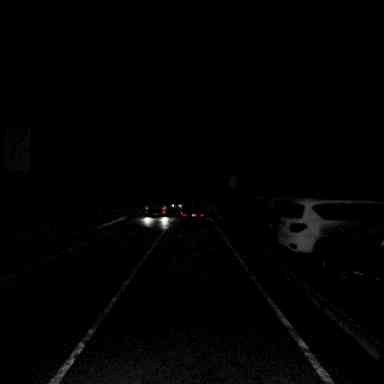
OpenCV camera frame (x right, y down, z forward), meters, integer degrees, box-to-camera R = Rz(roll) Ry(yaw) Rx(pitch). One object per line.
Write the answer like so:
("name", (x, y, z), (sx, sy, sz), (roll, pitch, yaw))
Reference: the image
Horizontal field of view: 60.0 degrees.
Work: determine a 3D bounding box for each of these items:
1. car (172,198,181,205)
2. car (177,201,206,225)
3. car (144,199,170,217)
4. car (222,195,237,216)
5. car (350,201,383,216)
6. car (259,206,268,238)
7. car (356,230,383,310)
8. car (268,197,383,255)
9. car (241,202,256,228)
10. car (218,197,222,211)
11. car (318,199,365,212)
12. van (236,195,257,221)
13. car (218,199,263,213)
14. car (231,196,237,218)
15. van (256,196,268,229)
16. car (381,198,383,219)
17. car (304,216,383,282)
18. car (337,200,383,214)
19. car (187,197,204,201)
("car", (-3.265, 2.135, 72.898), (1.812, 1.442, 4.674), (0, -1, 0))
("car", (0.095, 1.626, 25.022), (2.033, 1.411, 5.357), (0, 0, 0))
("car", (-3.352, 1.460, 32.486), (2.097, 1.767, 4.553), (0, 0, 0))
("car", (5.617, 1.305, 27.704), (5.566, 2.045, 2.435), (0, 0, 0))
("car", (18.670, 1.629, 33.315), (4.674, 1.452, 2.002), (0, 0, 0))
("car", (5.597, 1.504, 13.688), (5.008, 1.535, 2.097), (0, 0, 0))
("car", (5.586, 1.507, 5.279), (4.792, 1.488, 2.163), (0, 0, 0))
("car", (5.635, 1.244, 10.885), (5.566, 2.045, 2.435), (0, 0, 0))
("car", (5.589, 1.525, 19.294), (4.892, 1.521, 2.231), (0, 0, 0))
("car", (5.617, 1.358, 36.114), (5.566, 2.045, 2.435), (0, 0, 0))
("car", (18.665, 1.661, 41.670), (5.008, 1.535, 2.097), (0, -1, 0))
("van", (5.476, 1.308, 22.099), (4.442, 1.987, 1.878), (0, 0, 0))
("car", (5.584, 1.635, 38.913), (4.892, 1.521, 2.231), (0, -1, 0))
("car", (5.558, 1.417, 24.902), (4.553, 1.767, 2.185), (0, 0, 0))
("van", (5.715, 1.288, 16.492), (4.442, 1.987, 1.878), (0, 0, 0))
("car", (18.637, 1.431, 27.748), (4.553, 1.767, 2.185), (0, 0, 0))
("car", (5.607, 1.486, 8.077), (4.892, 1.521, 2.231), (0, 0, 0))
("car", (18.673, 1.609, 36.102), (5.008, 1.535, 2.097), (0, -1, 0))
("car", (0.091, 1.700, 42.869), (2.128, 1.511, 4.902), (0, -1, 0))
